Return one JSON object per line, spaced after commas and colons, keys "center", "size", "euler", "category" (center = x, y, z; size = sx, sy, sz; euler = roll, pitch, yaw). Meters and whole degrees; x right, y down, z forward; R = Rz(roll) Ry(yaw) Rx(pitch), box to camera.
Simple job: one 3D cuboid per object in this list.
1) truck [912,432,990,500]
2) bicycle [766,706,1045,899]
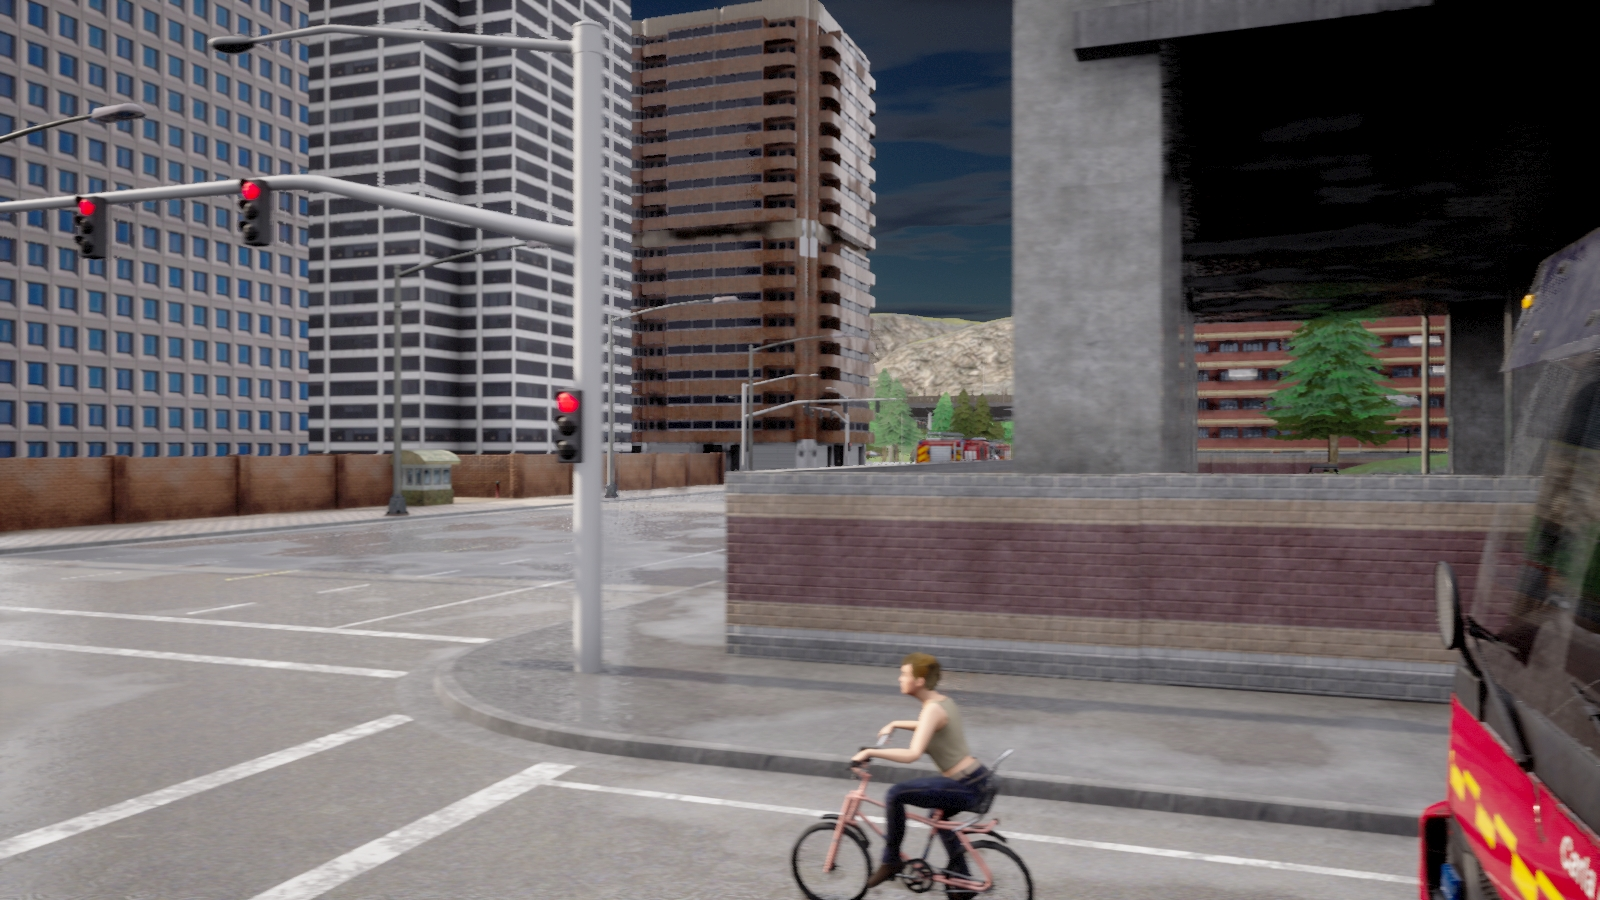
{"center": [9.187, 0.888, 68.593], "size": [2.891, 3.827, 8.468], "euler": [0, 0, 20], "category": "truck"}
{"center": [0.645, 2.232, 6.792], "size": [1.487, 1.126, 0.859], "euler": [0, 0, 20], "category": "bicycle"}
